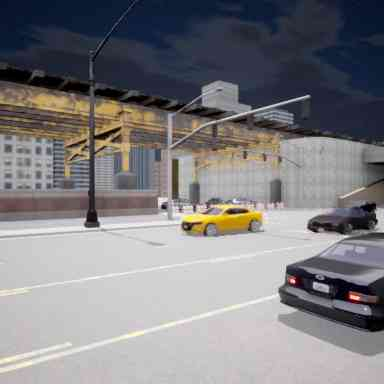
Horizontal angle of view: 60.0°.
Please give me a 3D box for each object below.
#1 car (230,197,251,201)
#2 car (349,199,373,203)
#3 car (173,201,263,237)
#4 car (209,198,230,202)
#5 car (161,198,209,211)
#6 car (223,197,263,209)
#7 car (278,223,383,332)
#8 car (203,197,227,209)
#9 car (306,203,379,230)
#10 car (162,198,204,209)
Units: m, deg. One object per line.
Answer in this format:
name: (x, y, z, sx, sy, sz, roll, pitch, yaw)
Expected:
car: (6.674, 1.295, 44.249, 4.536, 1.218, 1.853, 0, 0, -7)
car: (16.756, 1.493, 33.231, 4.902, 1.511, 2.128, 0, 0, -41)
car: (1.716, 1.477, 18.115, 5.008, 1.535, 1.882, 0, 0, -36)
car: (2.815, 1.453, 40.495, 2.038, 1.542, 4.974, 0, 0, 18)
car: (-0.930, 1.453, 37.810, 4.974, 1.542, 2.038, 0, 0, 8)
car: (6.725, 1.453, 44.255, 4.974, 1.542, 2.038, 0, 0, -7)
car: (4.079, 1.547, 6.688, 5.357, 1.411, 2.033, 0, 0, -35)
car: (2.831, 1.295, 40.545, 1.853, 1.218, 4.536, 0, 0, 18)
car: (8.634, 1.548, 18.748, 5.357, 1.411, 2.033, 0, 0, -40)
car: (-0.981, 1.295, 37.817, 4.536, 1.218, 1.853, 0, 0, 8)
